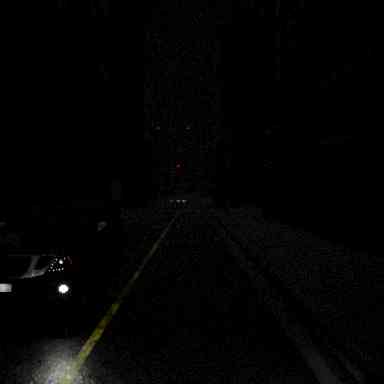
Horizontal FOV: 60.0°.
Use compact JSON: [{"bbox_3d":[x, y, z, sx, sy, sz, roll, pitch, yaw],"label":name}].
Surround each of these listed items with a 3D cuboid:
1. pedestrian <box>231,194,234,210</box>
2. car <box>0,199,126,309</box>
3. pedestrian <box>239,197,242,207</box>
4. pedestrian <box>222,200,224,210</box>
[{"bbox_3d":[4.634,1.121,37.949,0.375,1.860,0.375,0,0,0],"label":"pedestrian"},{"bbox_3d":[-3.100,1.216,8.211,2.150,2.045,5.566,0,0,0],"label":"car"},{"bbox_3d":[5.634,1.079,38.549,0.500,1.100,0.500,0,0,0],"label":"pedestrian"},{"bbox_3d":[3.634,1.123,39.149,0.375,1.860,0.375,0,0,0],"label":"pedestrian"}]
